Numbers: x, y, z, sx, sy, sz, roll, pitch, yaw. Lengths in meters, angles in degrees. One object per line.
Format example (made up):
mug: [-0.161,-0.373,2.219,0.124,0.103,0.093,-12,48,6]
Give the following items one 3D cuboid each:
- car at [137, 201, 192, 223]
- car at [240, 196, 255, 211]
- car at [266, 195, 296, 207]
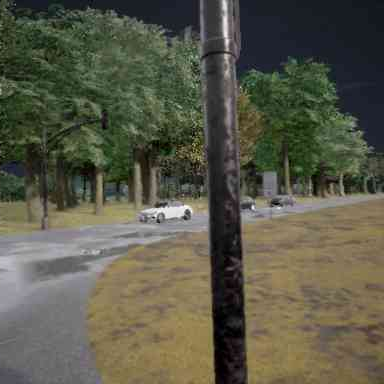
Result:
car: [-1.844,1.372,24.082,1.812,1.442,4.674,-3,-1,38]
car: [4.394,1.176,32.069,1.837,1.490,4.892,-3,-1,38]
car: [10.915,1.044,40.395,2.033,1.411,5.357,-3,-1,38]
